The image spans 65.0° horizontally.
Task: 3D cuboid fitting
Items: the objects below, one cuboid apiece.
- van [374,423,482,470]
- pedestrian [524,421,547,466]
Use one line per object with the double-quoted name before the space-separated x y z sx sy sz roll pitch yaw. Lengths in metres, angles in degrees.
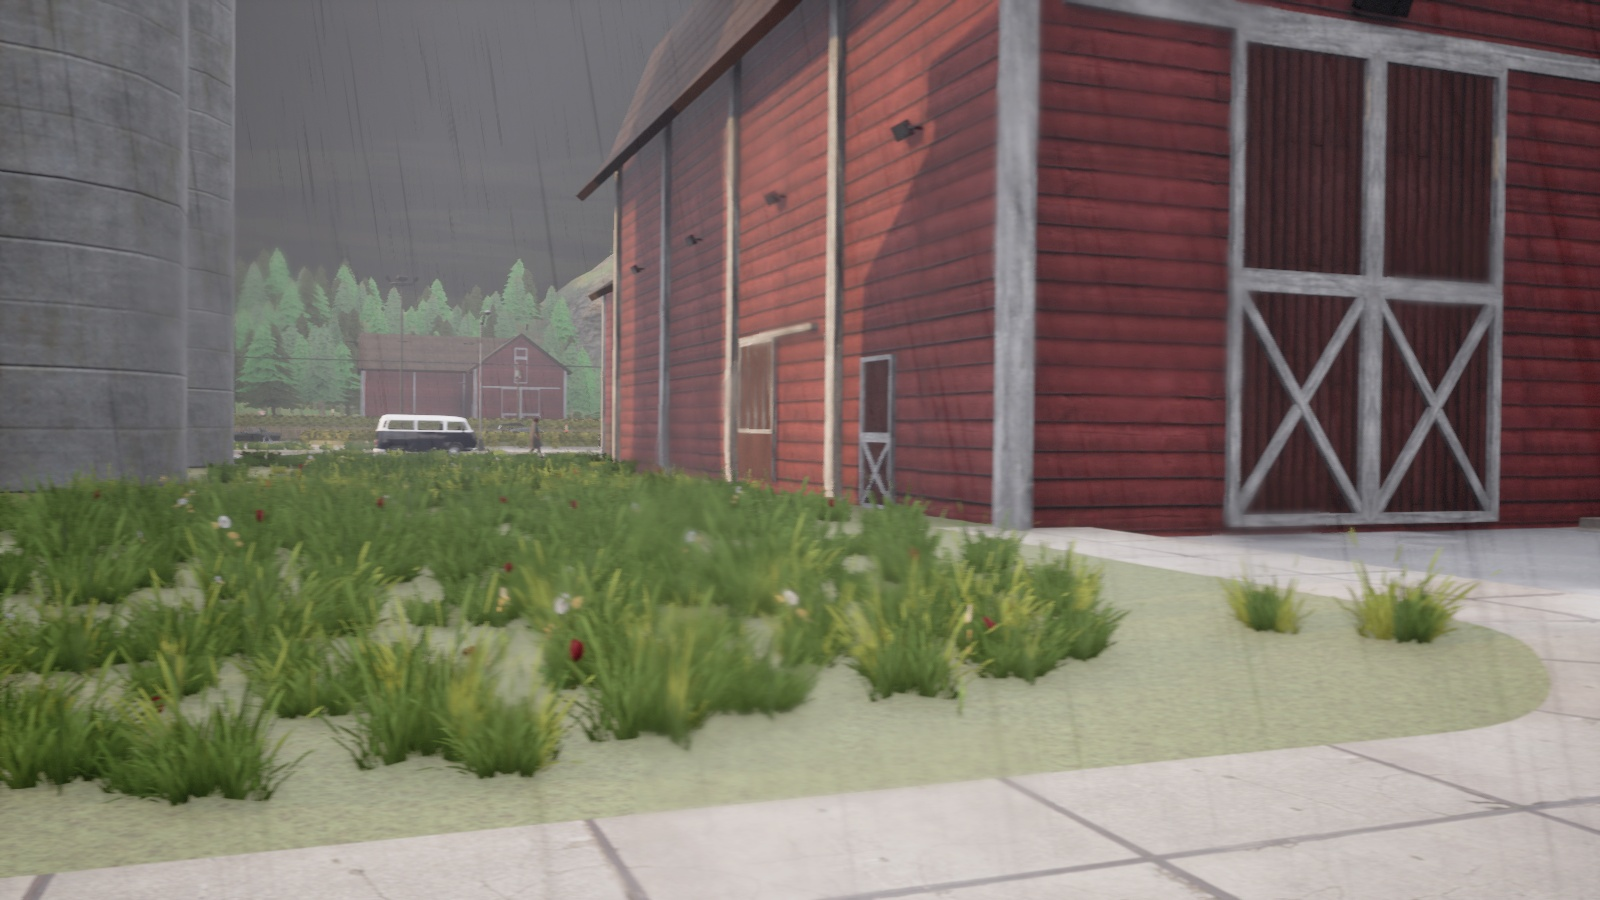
"van" -16.800 -0.192 56.662 4.480 2.038 2.069 -1 1 -21
"pedestrian" -11.446 -0.282 54.434 0.873 1.952 0.659 -1 1 -4
